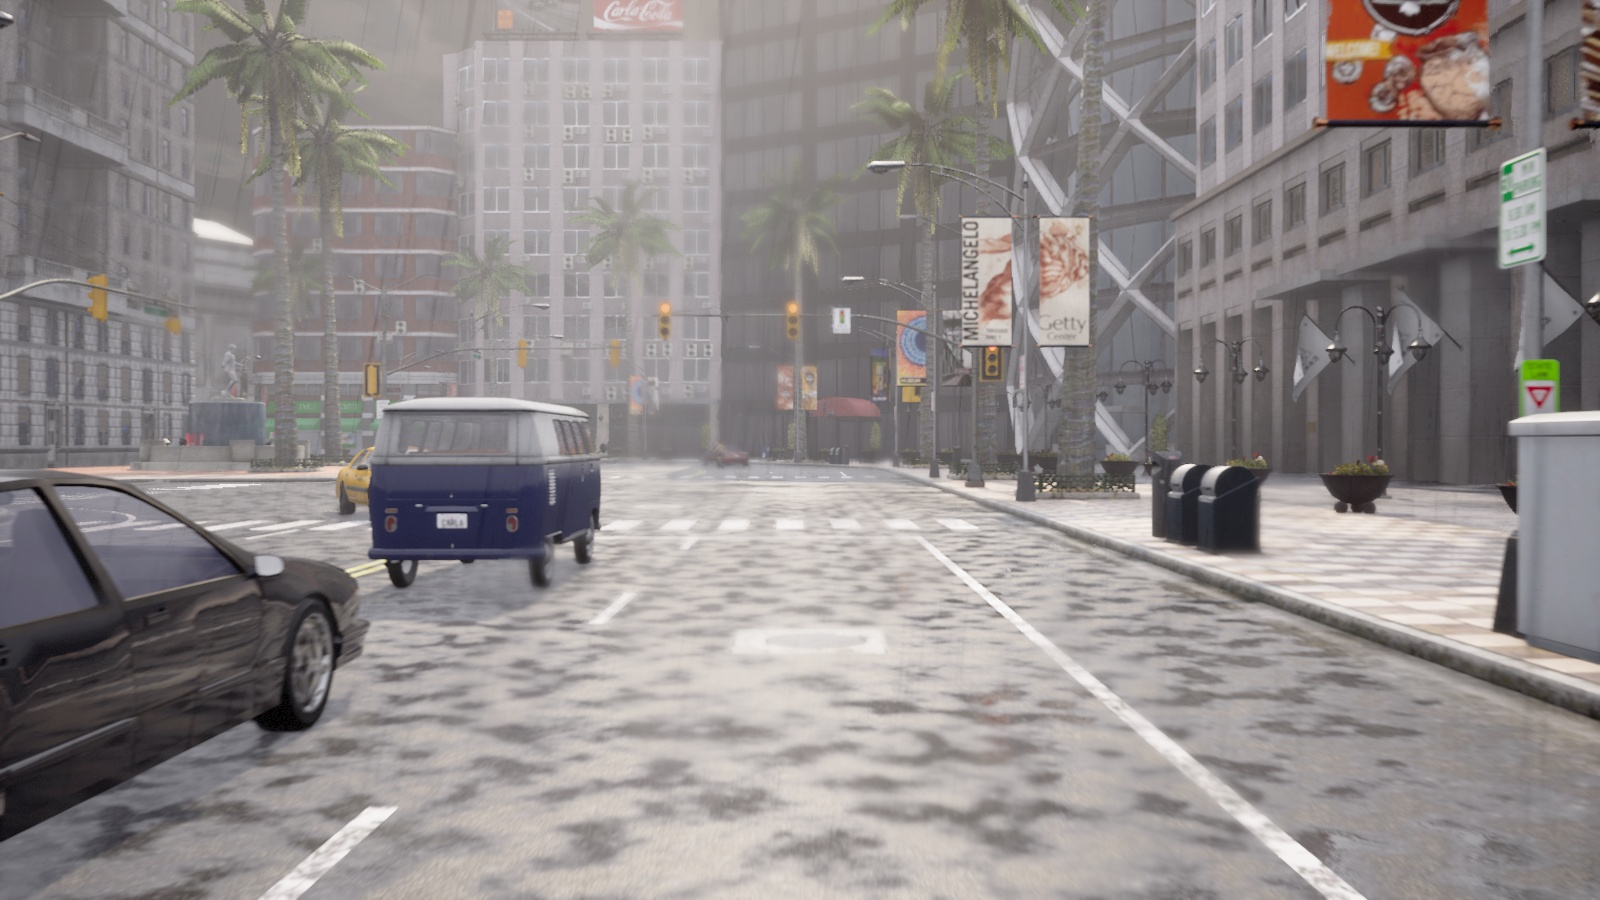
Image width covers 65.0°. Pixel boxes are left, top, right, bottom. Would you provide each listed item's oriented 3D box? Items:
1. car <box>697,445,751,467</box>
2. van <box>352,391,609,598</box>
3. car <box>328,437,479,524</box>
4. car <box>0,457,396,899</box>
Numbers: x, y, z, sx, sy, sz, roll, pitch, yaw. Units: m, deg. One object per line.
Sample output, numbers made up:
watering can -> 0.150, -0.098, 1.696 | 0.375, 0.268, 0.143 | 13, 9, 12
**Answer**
car -> -5.002, 0.344, 82.121 | 1.994, 1.385, 4.181 | 0, 0, -28
van -> -3.408, 0.416, 14.292 | 1.775, 1.987, 4.442 | 0, 0, 0
car -> -8.147, 0.535, 25.456 | 1.801, 1.575, 5.366 | 0, 0, -30
car -> -3.461, 0.764, 4.866 | 2.033, 1.411, 5.357 | 0, 0, 0
